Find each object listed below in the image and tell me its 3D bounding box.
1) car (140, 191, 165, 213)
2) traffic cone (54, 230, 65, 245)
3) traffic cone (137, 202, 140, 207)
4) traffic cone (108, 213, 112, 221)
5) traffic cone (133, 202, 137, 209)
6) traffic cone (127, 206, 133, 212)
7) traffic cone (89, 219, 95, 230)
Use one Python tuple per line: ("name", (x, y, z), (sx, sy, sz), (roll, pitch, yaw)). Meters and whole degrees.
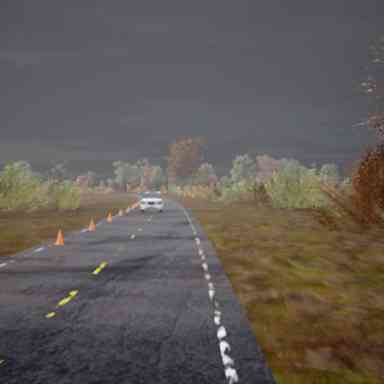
("car", (-3.929, 0.966, 33.263), (2.150, 2.045, 5.566), (0, 0, -4))
("traffic cone", (-5.423, 1.851, 13.655), (0.340, 0.580, 0.340), (0, 0, -2))
("traffic cone", (-7.244, 1.629, 43.430), (0.340, 0.580, 0.340), (0, 0, -5))
("traffic cone", (-5.828, 1.775, 23.592), (0.340, 0.580, 0.340), (0, 0, -3))
("traffic cone", (-6.814, 1.665, 38.476), (0.340, 0.580, 0.340), (0, 0, -5))
("traffic cone", (-6.435, 1.701, 33.518), (0.340, 0.580, 0.340), (0, 0, -4))
("traffic cone", (-5.600, 1.813, 18.625), (0.340, 0.580, 0.340), (0, 0, -2))
